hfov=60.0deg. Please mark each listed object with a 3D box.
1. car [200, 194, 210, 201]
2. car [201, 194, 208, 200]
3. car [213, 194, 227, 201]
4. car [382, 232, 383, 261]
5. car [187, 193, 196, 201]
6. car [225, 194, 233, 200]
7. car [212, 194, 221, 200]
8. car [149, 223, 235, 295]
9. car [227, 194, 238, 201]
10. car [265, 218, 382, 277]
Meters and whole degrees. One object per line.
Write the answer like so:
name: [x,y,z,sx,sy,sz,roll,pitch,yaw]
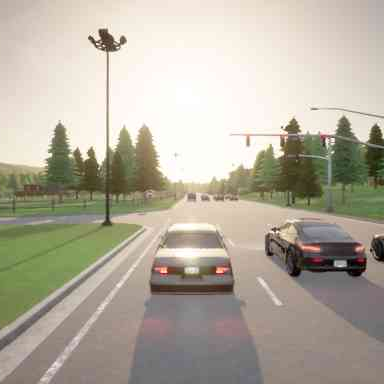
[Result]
car: [3.464,1.531,83.558,2.033,1.411,5.357,0,0,0]
car: [3.460,1.310,93.978,1.882,1.535,5.008,0,0,0]
car: [6.964,1.347,83.946,2.097,1.767,4.553,0,0,0]
car: [7.004,1.564,9.610,1.994,1.385,4.181,0,0,1]
car: [-0.036,1.217,83.586,2.150,2.045,5.566,0,0,0]
car: [10.460,1.356,93.981,1.812,1.442,4.674,0,0,0]
car: [6.960,1.372,93.979,2.033,1.411,5.357,0,0,0]
car: [0.001,1.547,8.871,2.033,1.411,5.357,0,0,0]
car: [10.464,1.587,84.007,1.895,1.301,4.718,0,0,0]
car: [3.515,1.526,10.149,1.812,1.442,4.674,0,0,0]
